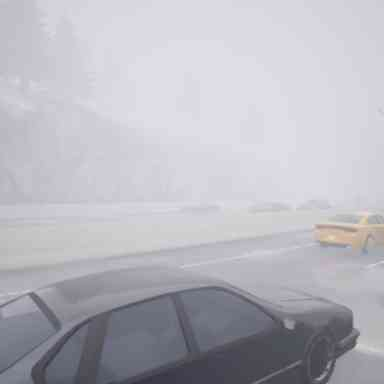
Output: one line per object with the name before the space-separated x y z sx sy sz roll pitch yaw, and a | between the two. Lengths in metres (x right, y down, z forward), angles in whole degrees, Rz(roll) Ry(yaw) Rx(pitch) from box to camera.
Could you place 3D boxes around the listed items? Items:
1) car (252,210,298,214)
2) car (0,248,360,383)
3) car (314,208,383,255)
car | 8.339 1.717 34.186 5.357 1.411 2.033 0 0 -45
car | -0.371 1.562 3.561 5.357 1.411 2.033 0 0 -36
car | 7.077 1.555 13.890 5.008 1.535 1.882 0 0 -40
